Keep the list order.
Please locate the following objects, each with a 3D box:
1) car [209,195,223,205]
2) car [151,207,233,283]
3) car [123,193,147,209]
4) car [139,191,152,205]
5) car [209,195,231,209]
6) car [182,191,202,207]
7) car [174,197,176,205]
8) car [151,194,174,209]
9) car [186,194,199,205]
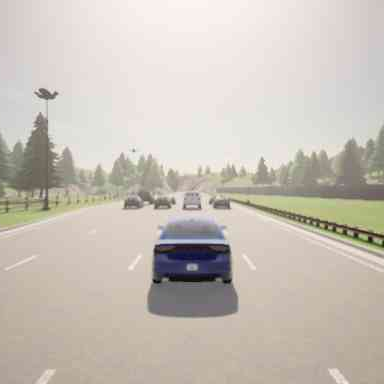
[{"bbox_3d":[3.528,1.138,50.460,1.812,1.442,4.674,0,0,0],"label":"car"},{"bbox_3d":[0.005,1.404,9.435,1.882,1.535,5.008,0,0,0],"label":"car"},{"bbox_3d":[-6.977,1.196,40.047,1.837,1.490,4.892,0,0,0],"label":"car"},{"bbox_3d":[-6.972,0.833,50.494,2.150,2.045,5.566,0,0,0],"label":"car"},{"bbox_3d":[3.523,1.184,40.041,2.128,1.511,4.902,0,0,0],"label":"car"},{"bbox_3d":[0.023,0.913,40.071,2.150,2.045,5.566,0,0,0],"label":"car"},{"bbox_3d":[-3.472,1.176,50.465,1.994,1.385,4.181,0,0,0],"label":"car"},{"bbox_3d":[-3.477,1.196,40.045,1.837,1.490,4.892,0,0,0],"label":"car"},{"bbox_3d":[0.028,1.089,50.462,1.882,1.535,5.008,0,0,0],"label":"car"}]
